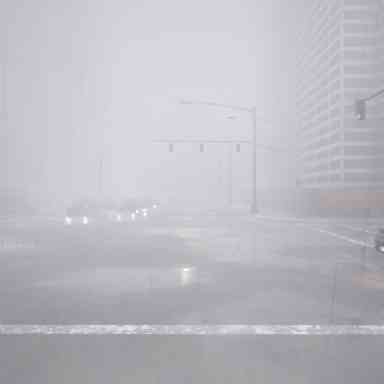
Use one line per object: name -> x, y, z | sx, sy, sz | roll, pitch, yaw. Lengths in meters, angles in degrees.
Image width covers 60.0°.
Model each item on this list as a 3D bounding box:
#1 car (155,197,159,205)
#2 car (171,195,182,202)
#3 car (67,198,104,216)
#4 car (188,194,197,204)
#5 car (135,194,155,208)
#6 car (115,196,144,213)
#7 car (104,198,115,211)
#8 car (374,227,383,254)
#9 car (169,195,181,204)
car -> -6.995, 1.601, 58.542 | 1.895, 1.301, 4.718 | 0, 0, 0
car -> -3.392, 1.354, 74.412 | 2.128, 1.511, 4.902 | 0, 0, 0
car -> -10.590, 1.352, 32.752 | 2.097, 1.767, 4.553 | 0, 0, 1
car -> 0.093, 1.547, 64.122 | 2.033, 1.411, 5.357 | 0, 0, 0
car -> -7.027, 1.491, 48.218 | 2.128, 1.511, 4.902 | 0, 0, 0
car -> -7.045, 1.505, 37.868 | 1.837, 1.490, 4.892 | 0, 0, 0
car -> -10.537, 1.478, 41.884 | 1.882, 1.535, 5.008 | 0, 0, 0
car -> 8.294, 1.505, 10.260 | 4.892, 1.490, 1.837 | 0, 0, 0
car -> -3.407, 1.491, 64.127 | 2.128, 1.511, 4.902 | 0, 0, 0
